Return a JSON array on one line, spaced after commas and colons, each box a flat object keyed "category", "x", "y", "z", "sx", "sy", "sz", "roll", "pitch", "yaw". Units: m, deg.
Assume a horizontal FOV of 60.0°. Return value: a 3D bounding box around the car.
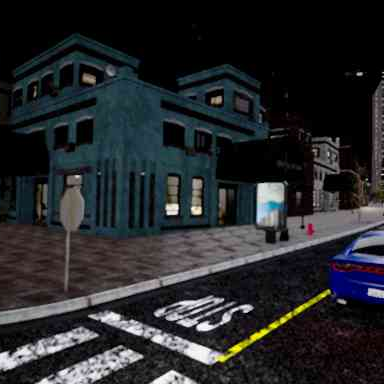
[{"category": "car", "x": 4.711, "y": 1.612, "z": 7.510, "sx": 1.882, "sy": 1.535, "sz": 5.008, "roll": 0, "pitch": -1, "yaw": 40}]
